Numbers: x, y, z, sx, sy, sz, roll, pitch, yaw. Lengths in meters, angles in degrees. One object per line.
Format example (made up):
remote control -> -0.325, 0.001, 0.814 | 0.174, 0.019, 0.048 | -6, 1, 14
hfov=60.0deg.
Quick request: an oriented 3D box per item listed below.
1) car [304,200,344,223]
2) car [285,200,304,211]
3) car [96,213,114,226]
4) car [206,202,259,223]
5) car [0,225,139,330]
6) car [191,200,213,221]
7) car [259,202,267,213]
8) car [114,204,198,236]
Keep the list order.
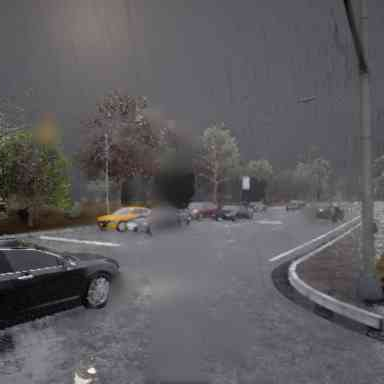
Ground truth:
car -> 11.036, 1.465, 27.258 | 2.097, 1.767, 4.553 | -1, -1, 32
car -> 14.262, 1.845, 45.593 | 1.837, 1.490, 4.892 | -1, -2, 33
car -> -4.337, 1.793, 23.021 | 1.882, 1.535, 5.008 | -1, -1, 34
car -> 3.640, 1.802, 28.848 | 2.033, 1.411, 5.357 | -1, -1, 33
car -> -3.442, 1.614, 5.926 | 1.837, 1.490, 4.892 | -1, -1, 37
car -> 0.631, 1.678, 30.644 | 2.097, 1.767, 4.553 | -1, -1, 33
car -> 8.095, 1.938, 42.418 | 1.994, 1.385, 4.181 | -1, -1, 32
car -> -2.004, 1.735, 20.206 | 2.128, 1.511, 4.902 | -1, -1, 34
